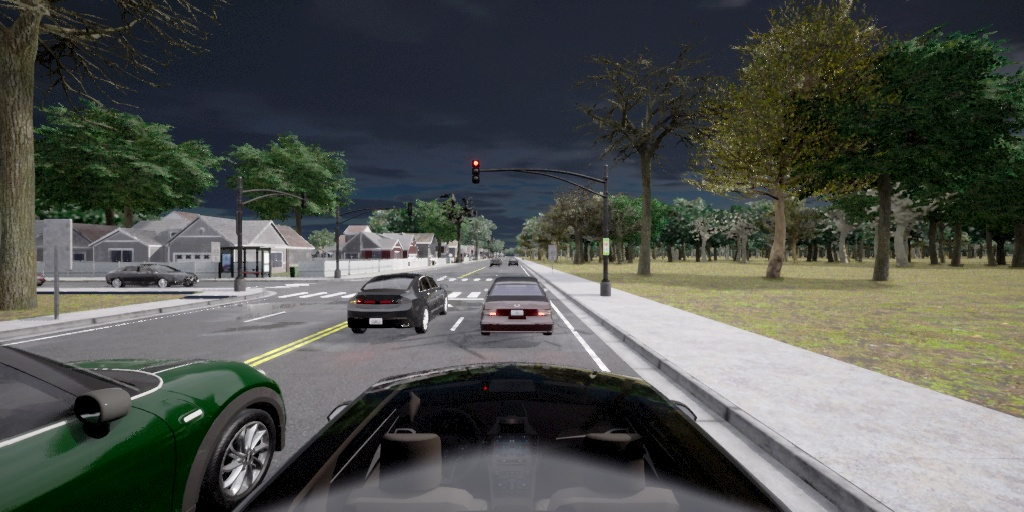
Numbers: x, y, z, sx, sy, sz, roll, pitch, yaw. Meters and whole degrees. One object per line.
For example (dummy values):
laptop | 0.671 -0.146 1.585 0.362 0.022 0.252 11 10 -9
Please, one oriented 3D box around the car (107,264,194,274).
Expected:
car | -22.897 1.285 22.921 4.892 1.490 1.837 0 0 0

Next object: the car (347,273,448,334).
car | -3.138 1.254 10.674 1.837 1.490 4.892 0 0 0

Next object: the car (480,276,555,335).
car | 0.119 1.297 10.421 2.033 1.411 5.357 0 0 0

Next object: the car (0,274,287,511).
car | -3.148 1.102 1.476 2.097 1.767 4.553 0 0 0

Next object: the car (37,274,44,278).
car | -33.066 1.323 23.010 4.674 1.442 1.812 0 0 0
